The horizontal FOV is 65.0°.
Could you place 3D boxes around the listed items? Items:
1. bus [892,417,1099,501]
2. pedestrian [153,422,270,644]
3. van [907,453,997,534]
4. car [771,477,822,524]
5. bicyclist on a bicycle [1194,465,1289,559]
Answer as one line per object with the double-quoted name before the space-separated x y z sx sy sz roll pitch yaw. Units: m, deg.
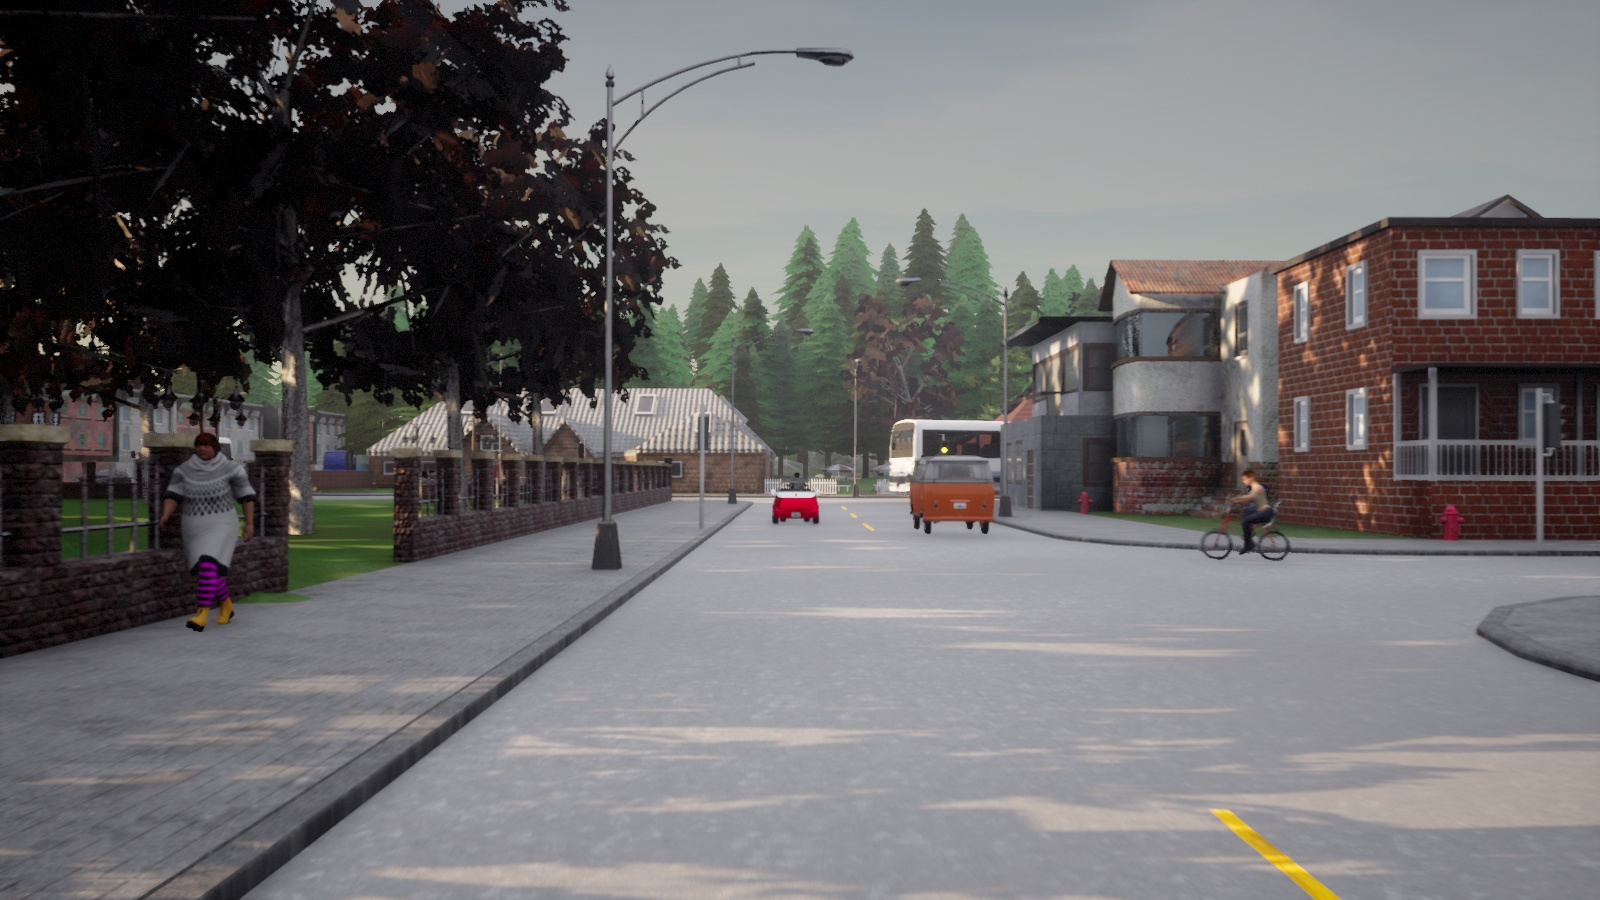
"bus" 10.463 0.522 67.245 10.273 4.253 3.944 0 -2 -20
"pedestrian" -5.384 0.739 11.534 0.659 1.952 0.873 0 -1 0
"van" 3.914 1.105 33.065 1.775 1.987 4.442 0 -1 -1
"car" -0.125 1.506 38.019 1.481 1.376 2.207 0 -1 -1
"bicyclist on a bicycle" 7.815 1.093 22.296 1.509 1.612 0.866 0 -3 16
